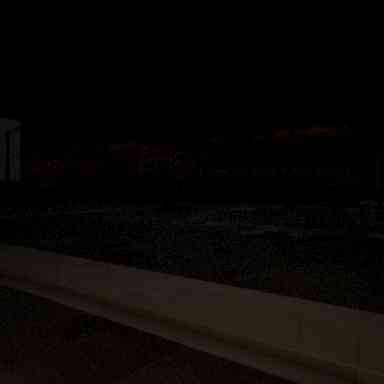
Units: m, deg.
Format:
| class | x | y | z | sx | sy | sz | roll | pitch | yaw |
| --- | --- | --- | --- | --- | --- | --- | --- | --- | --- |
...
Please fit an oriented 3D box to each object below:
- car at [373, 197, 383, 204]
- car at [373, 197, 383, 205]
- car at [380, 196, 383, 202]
| class | x | y | z | sx | sy | sz | roll | pitch | yaw |
| --- | --- | --- | --- | --- | --- | --- | --- | --- | --- |
| car | 37.504 | 1.576 | 65.399 | 1.853 | 1.218 | 4.536 | 1 | 1 | 6 |
| car | 37.497 | 1.734 | 65.349 | 2.038 | 1.542 | 4.974 | 1 | 1 | 6 |
| car | 48.561 | 1.736 | 80.628 | 4.974 | 1.542 | 2.038 | 1 | 1 | -4 |
